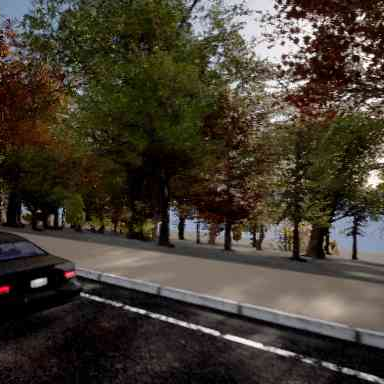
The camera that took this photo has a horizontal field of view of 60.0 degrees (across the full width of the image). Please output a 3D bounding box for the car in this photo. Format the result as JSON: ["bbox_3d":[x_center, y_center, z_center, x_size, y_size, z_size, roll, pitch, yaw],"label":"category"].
[{"bbox_3d":[-4.564,1.538,6.942,5.357,1.411,2.033,0,0,36],"label":"car"}]
